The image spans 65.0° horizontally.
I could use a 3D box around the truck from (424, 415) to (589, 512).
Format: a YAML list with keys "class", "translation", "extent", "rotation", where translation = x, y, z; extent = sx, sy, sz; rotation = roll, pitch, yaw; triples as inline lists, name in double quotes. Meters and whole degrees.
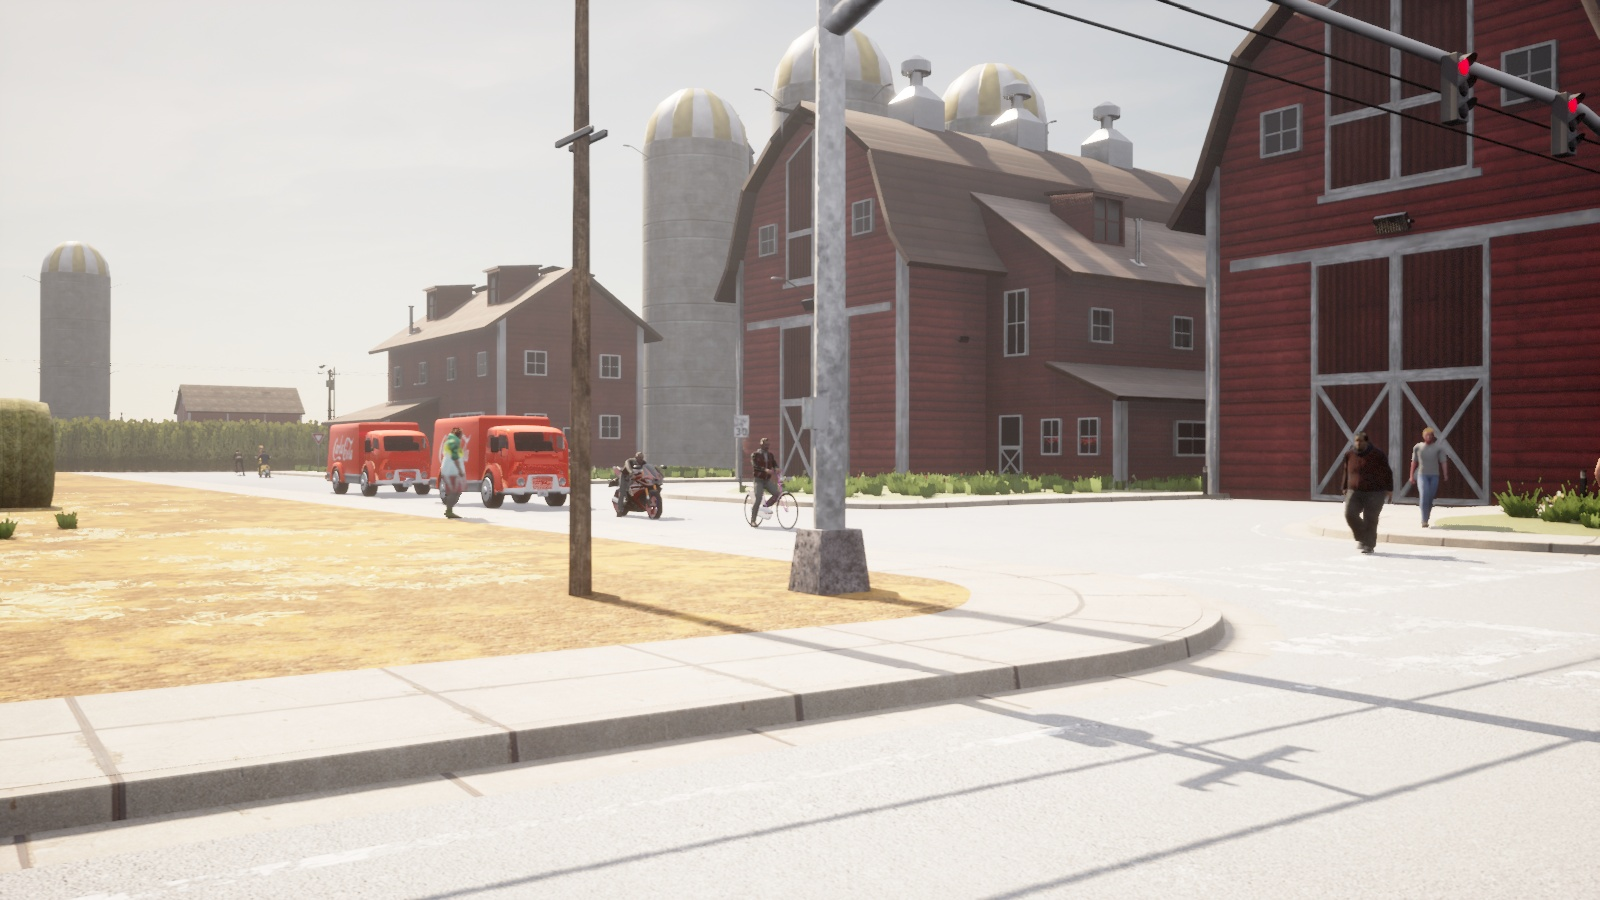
- class: "truck"
  translation: [-8.231, 0.341, 34.837]
  extent: [2.627, 2.467, 5.204]
  rotation: [0, 0, -36]

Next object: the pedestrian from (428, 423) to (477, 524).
- class: "pedestrian"
  translation: [-6.857, 0.460, 24.776]
  extent: [0.873, 1.952, 0.659]
  rotation: [0, 0, -20]

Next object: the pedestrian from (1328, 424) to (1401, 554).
- class: "pedestrian"
  translation: [8.252, 0.557, 18.355]
  extent: [0.899, 1.844, 0.634]
  rotation: [0, 0, -39]

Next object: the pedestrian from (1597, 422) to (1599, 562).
- class: "pedestrian"
  translation: [10.813, 0.548, 16.547]
  extent: [0.594, 1.836, 0.345]
  rotation: [0, 0, -39]

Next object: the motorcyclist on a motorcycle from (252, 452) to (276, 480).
- class: "motorcyclist on a motorcycle"
  translation: [-30.678, 0.921, 71.860]
  extent: [0.866, 1.590, 1.817]
  rotation: [0, 0, -36]

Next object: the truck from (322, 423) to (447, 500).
- class: "truck"
  translation: [-14.416, 0.356, 43.382]
  extent: [2.627, 2.467, 5.204]
  rotation: [-1, 1, -36]

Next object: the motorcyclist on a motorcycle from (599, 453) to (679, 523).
- class: "motorcyclist on a motorcycle"
  translation: [-3.688, 0.838, 28.555]
  extent: [0.866, 1.530, 2.191]
  rotation: [0, 0, -36]

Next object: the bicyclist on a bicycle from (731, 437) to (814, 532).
- class: "bicyclist on a bicycle"
  translation: [-0.555, 0.651, 24.219]
  extent: [0.659, 1.776, 1.843]
  rotation: [0, -1, -36]

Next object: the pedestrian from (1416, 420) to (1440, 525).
- class: "pedestrian"
  translation: [11.201, 0.394, 22.401]
  extent: [0.354, 1.836, 0.706]
  rotation: [0, 0, 24]
